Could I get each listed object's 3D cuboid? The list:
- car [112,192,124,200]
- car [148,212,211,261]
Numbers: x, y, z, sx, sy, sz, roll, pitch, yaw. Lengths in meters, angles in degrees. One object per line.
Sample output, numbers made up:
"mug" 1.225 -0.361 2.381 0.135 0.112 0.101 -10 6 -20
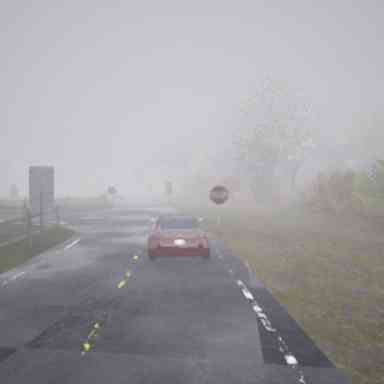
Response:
"car" -13.616 0.729 60.847 2.033 1.411 5.357 0 1 -19
"car" -0.512 1.407 11.736 1.994 1.385 4.181 0 1 -4
